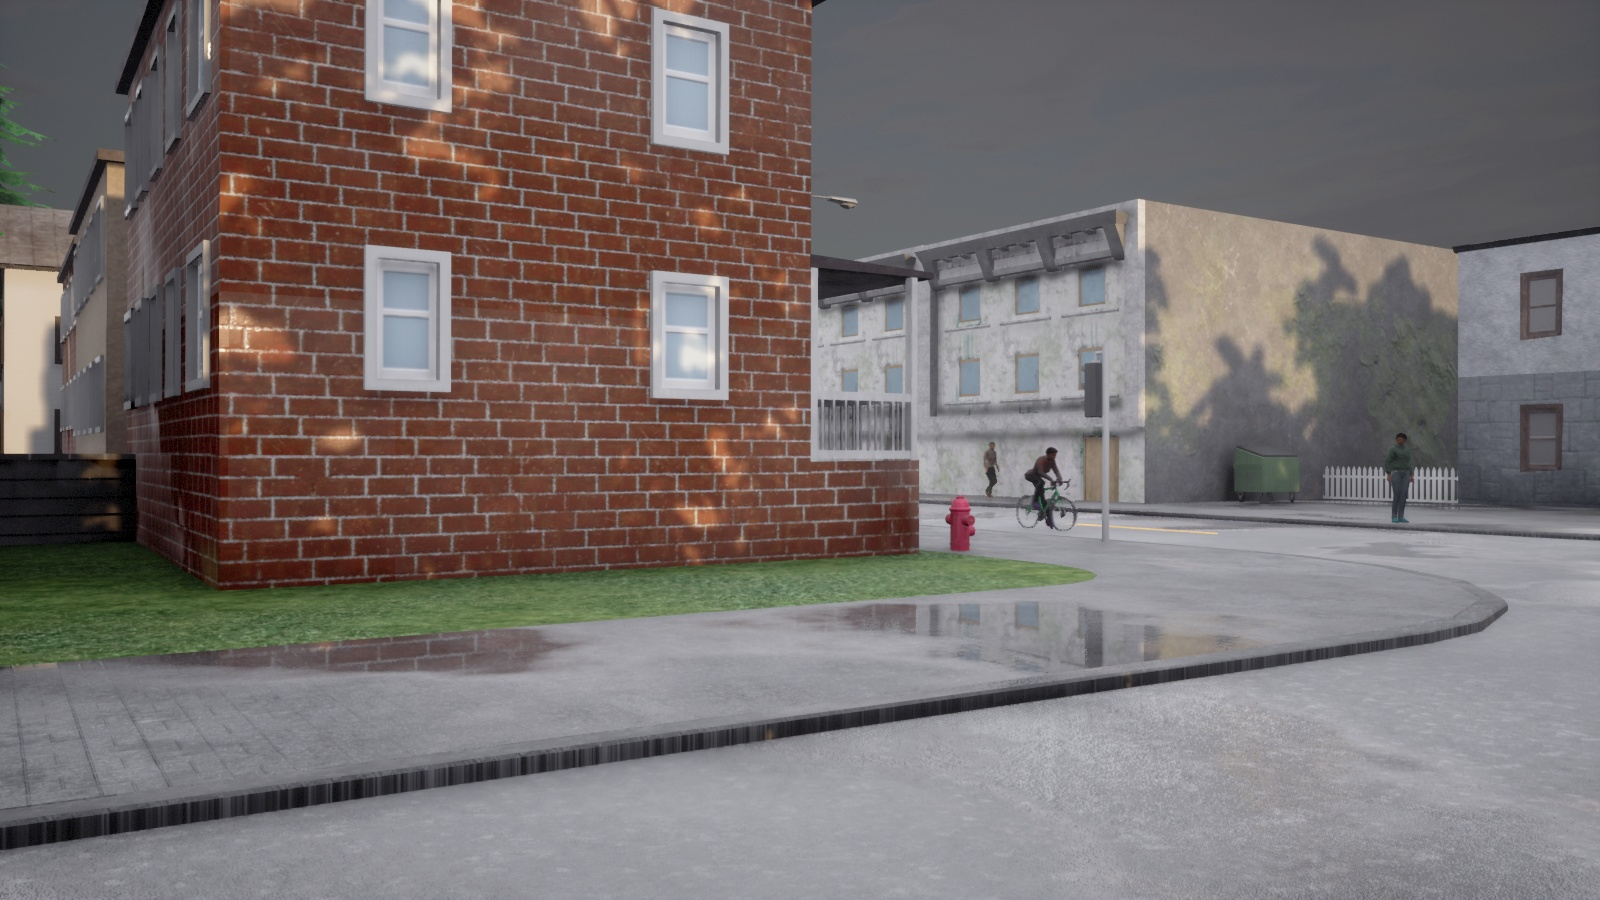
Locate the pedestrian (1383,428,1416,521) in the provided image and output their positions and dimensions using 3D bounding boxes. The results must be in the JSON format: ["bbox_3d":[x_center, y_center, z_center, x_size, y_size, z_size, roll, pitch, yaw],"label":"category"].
[{"bbox_3d":[12.145,0.491,25.450,0.353,1.847,0.614,0,0,-3],"label":"pedestrian"}]

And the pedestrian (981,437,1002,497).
[{"bbox_3d":[5.955,0.537,39.074,0.331,1.846,0.634,0,0,-33],"label":"pedestrian"}]

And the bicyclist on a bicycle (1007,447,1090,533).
[{"bbox_3d":[4.805,0.747,24.364,0.582,1.620,1.656,0,0,-33],"label":"bicyclist on a bicycle"}]
